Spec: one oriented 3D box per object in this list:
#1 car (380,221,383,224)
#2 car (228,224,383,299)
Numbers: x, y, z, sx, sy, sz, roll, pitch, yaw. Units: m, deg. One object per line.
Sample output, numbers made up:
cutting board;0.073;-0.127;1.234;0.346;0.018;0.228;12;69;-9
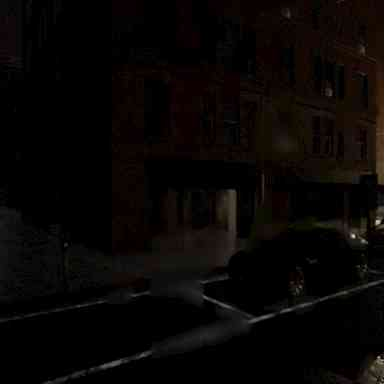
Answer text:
car;7.388;1.657;11.797;4.206;1.307;1.802;0;0;-35
car;2.908;1.608;8.604;4.313;1.339;1.947;0;0;-35
